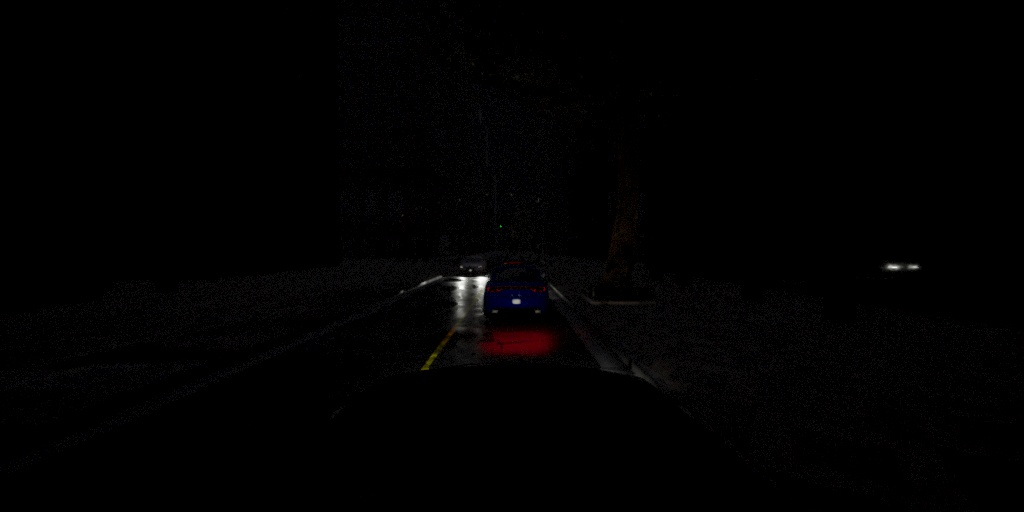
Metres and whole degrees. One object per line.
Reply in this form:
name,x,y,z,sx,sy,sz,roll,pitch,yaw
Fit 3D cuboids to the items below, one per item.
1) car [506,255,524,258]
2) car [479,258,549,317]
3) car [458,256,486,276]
car,0.213,0.651,29.003,1.882,1.535,5.008,0,1,0
car,0.128,1.010,12.039,1.882,1.535,5.008,0,1,0
car,-2.967,0.719,28.026,1.812,1.442,4.674,0,1,0
